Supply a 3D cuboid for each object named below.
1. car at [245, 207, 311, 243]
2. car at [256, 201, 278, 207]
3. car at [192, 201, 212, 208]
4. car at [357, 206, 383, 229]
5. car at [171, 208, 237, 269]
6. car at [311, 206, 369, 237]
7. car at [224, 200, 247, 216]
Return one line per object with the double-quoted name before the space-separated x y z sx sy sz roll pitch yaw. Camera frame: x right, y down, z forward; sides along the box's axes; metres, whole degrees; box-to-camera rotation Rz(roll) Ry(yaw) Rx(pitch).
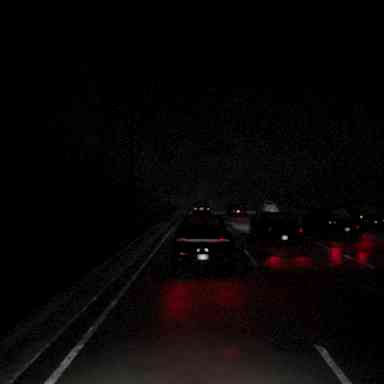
"car" 4.017 1.654 16.374 1.895 1.301 4.718 0 0 2
"car" 8.015 1.635 35.589 1.812 1.442 4.674 0 0 1
"car" 0.956 1.605 33.069 2.033 1.411 5.357 0 0 1
"car" 11.181 1.636 22.403 1.812 1.442 4.674 0 0 2
"car" 0.366 1.514 11.283 2.128 1.511 4.902 0 0 2
"car" 7.571 1.606 18.369 1.812 1.442 4.674 0 0 1
"car" 4.484 1.590 34.253 1.837 1.490 4.892 0 0 1
